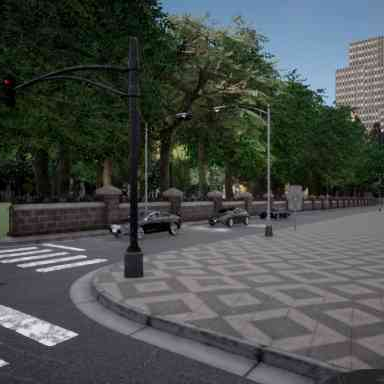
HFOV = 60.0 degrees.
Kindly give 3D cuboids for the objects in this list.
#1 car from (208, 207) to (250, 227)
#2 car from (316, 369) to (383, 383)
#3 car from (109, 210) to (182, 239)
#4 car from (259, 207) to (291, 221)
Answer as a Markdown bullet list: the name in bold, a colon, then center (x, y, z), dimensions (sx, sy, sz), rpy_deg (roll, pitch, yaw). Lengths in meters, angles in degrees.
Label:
- **car**: center (3.175, 2.036, 27.681), dimensions (1.837, 1.490, 4.892), rpy_deg (0, -1, 35)
- **car**: center (2.508, 1.551, 1.174), dimensions (4.403, 1.369, 2.008), rpy_deg (0, 0, 36)
- **car**: center (-2.606, 1.817, 19.471), dimensions (2.128, 1.511, 4.902), rpy_deg (0, -1, 37)
- **car**: center (8.970, 2.343, 35.880), dimensions (1.895, 1.301, 4.718), rpy_deg (0, -1, 35)
